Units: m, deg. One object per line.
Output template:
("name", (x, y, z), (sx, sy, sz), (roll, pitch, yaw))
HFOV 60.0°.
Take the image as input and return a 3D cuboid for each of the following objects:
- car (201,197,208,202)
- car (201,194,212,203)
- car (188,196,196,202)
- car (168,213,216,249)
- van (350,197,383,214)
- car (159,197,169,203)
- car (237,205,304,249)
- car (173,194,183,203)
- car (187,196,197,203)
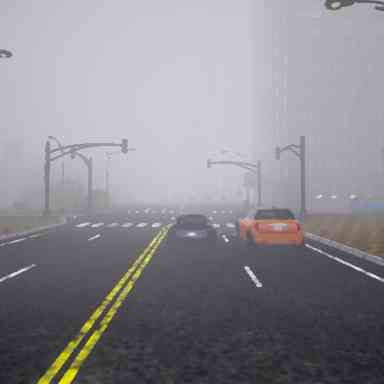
("car", (3.249, 1.904, 87.037), (1.895, 1.301, 4.718), (0, -1, 0))
("car", (3.249, 1.466, 73.285), (2.150, 2.045, 5.566), (0, 0, 0))
("car", (-0.001, 1.848, 87.008), (2.033, 1.411, 5.357), (0, -1, 0))
("car", (0.000, 1.594, 14.695), (1.994, 1.385, 4.181), (0, 0, 0))
("van", (19.187, 1.435, 35.744), (3.998, 1.788, 1.690), (0, -1, -1))
("car", (-6.501, 1.876, 78.292), (1.994, 1.385, 4.181), (0, 0, 0))
("car", (3.250, 1.388, 14.667), (2.097, 1.767, 4.553), (0, 0, 0))
("car", (-3.251, 1.548, 78.264), (2.150, 2.045, 5.566), (0, 0, 0))
("car", (-0.001, 1.765, 73.253), (1.812, 1.442, 4.674), (0, 0, 0))
